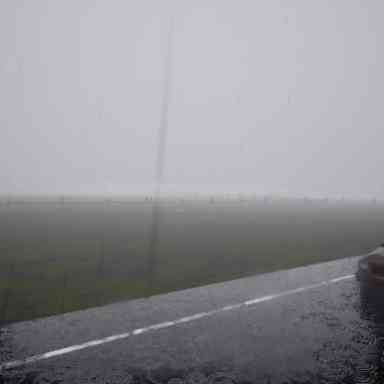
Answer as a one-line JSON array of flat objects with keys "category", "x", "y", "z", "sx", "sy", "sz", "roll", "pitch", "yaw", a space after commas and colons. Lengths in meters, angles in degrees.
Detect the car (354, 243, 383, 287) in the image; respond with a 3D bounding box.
[{"category": "car", "x": 6.393, "y": 1.629, "z": 8.553, "sx": 5.357, "sy": 1.411, "sz": 2.033, "roll": 1, "pitch": 0, "yaw": -35}]
